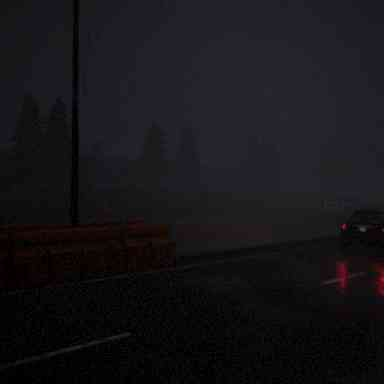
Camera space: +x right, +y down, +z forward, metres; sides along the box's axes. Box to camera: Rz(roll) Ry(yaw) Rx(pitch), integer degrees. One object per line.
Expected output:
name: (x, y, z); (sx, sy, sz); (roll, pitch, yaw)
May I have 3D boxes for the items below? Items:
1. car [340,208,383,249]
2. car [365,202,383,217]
car: (8.246, 1.466, 13.935); (4.553, 1.767, 2.097); (1, 0, -35)
car: (20.759, 1.858, 36.019); (4.181, 1.385, 1.994); (1, 0, -36)
